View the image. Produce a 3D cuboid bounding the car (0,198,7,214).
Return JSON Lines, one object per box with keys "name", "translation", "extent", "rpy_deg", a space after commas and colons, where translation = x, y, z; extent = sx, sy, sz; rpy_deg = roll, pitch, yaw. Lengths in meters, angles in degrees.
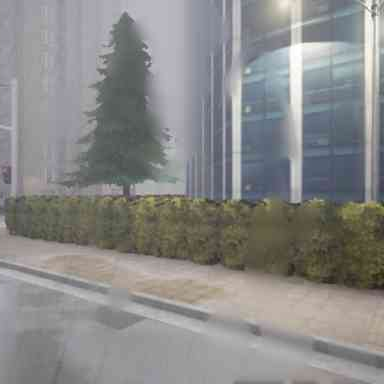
{"name": "car", "translation": [-18.878, 1.352, 32.090], "extent": [2.097, 1.767, 4.553], "rpy_deg": [0, 0, 36]}
